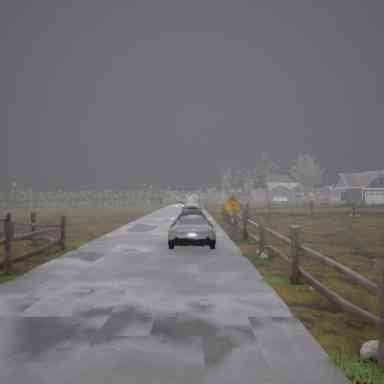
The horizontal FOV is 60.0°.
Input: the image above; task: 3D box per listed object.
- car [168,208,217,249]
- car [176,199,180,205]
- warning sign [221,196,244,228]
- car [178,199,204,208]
[{"bbox_3d":[0.000,1.604,14.652,1.994,1.385,4.181,0,0,0],"label":"car"},{"bbox_3d":[-2.750,2.220,76.685,1.895,1.301,4.718,0,-1,0],"label":"car"},{"bbox_3d":[2.452,1.173,20.202,1.300,1.860,1.060,0,0,0],"label":"warning sign"},{"bbox_3d":[0.000,1.635,29.653,1.837,1.490,4.892,0,0,0],"label":"car"}]
